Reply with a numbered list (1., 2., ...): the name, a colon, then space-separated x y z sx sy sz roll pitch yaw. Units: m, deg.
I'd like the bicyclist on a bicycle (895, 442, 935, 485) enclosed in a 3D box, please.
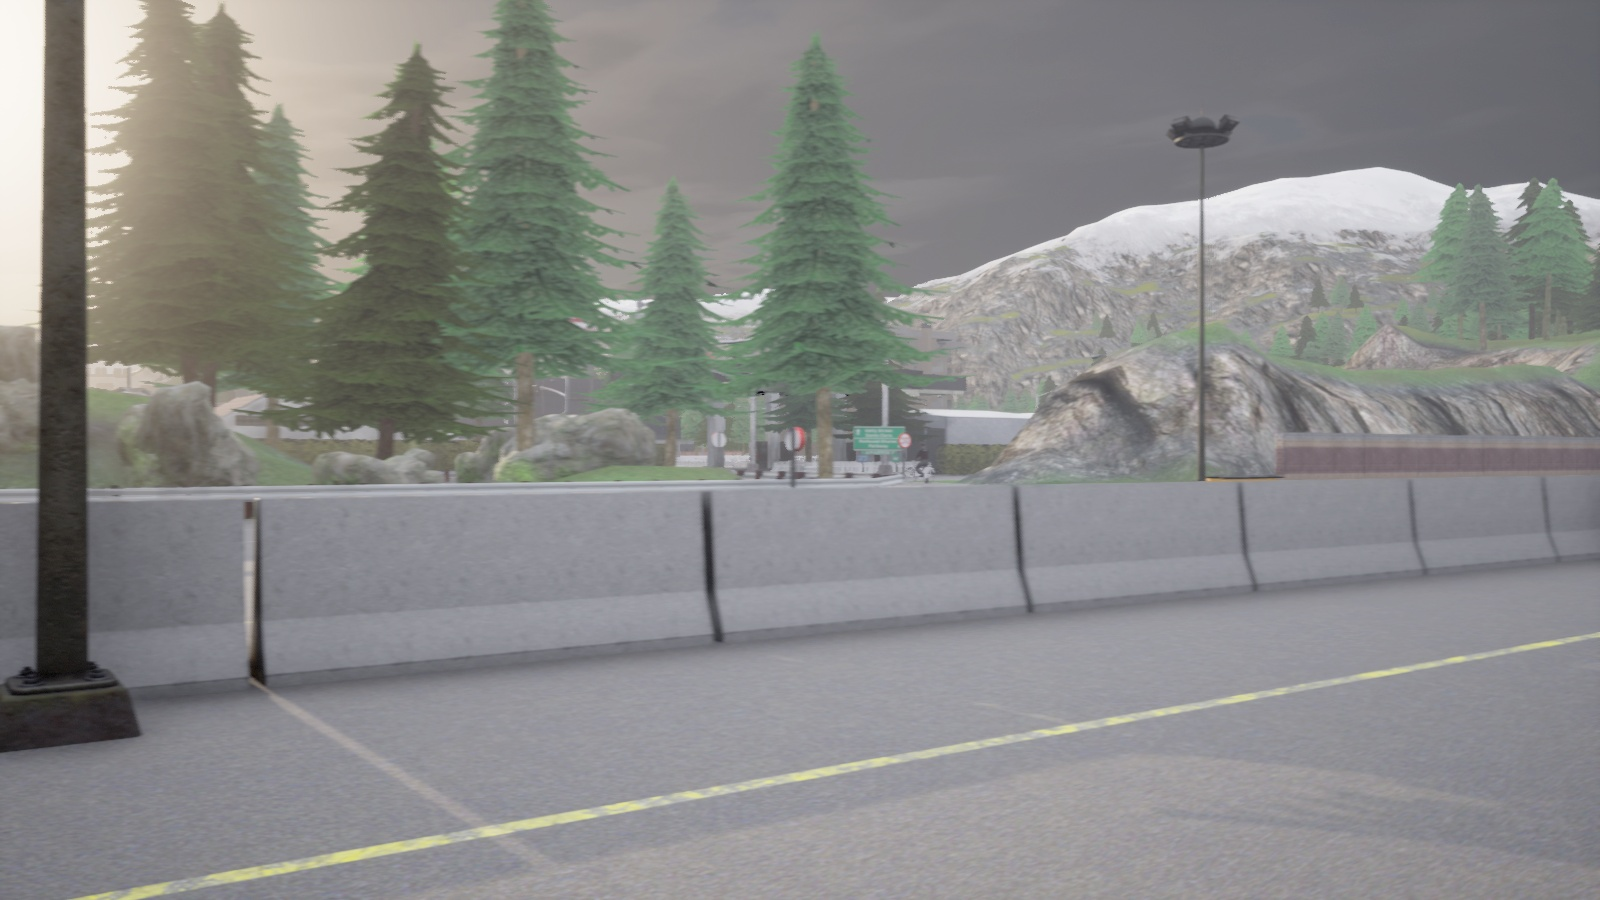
1. bicyclist on a bicycle: 4.820 0.541 52.715 0.659 1.776 1.843 0 0 -36
